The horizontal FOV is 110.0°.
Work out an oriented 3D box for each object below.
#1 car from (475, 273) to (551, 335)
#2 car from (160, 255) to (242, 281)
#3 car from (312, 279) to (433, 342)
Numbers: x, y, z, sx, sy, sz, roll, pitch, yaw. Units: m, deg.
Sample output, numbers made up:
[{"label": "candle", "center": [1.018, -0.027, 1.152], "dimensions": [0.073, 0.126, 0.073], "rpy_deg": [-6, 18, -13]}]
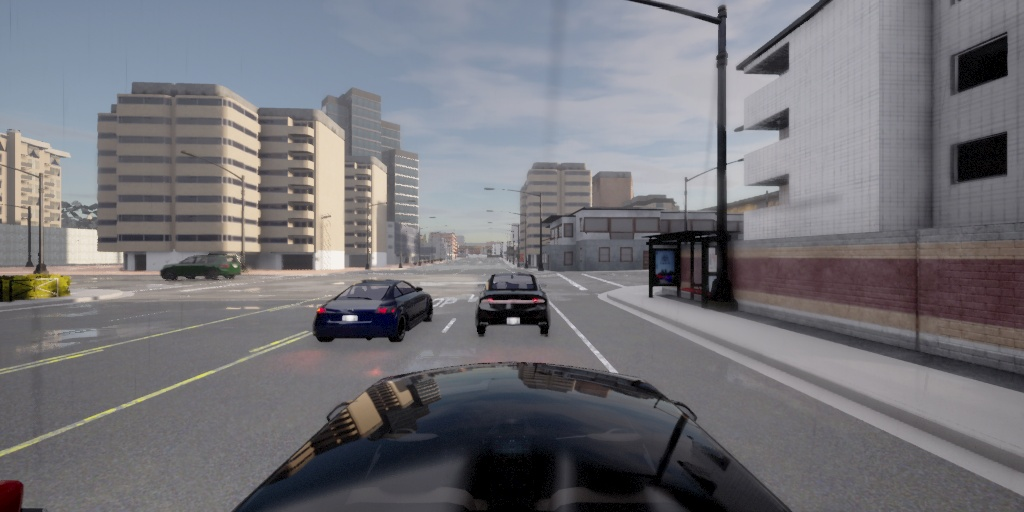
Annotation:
[{"label": "car", "center": [0.008, 1.243, 10.509], "dimensions": [2.128, 1.511, 4.902], "rpy_deg": [0, 0, -1]}, {"label": "car", "center": [-25.616, 0.975, 29.680], "dimensions": [5.566, 2.045, 2.150], "rpy_deg": [0, 0, -1]}, {"label": "car", "center": [-3.490, 1.315, 9.769], "dimensions": [1.994, 1.385, 4.181], "rpy_deg": [0, 0, 1]}]
